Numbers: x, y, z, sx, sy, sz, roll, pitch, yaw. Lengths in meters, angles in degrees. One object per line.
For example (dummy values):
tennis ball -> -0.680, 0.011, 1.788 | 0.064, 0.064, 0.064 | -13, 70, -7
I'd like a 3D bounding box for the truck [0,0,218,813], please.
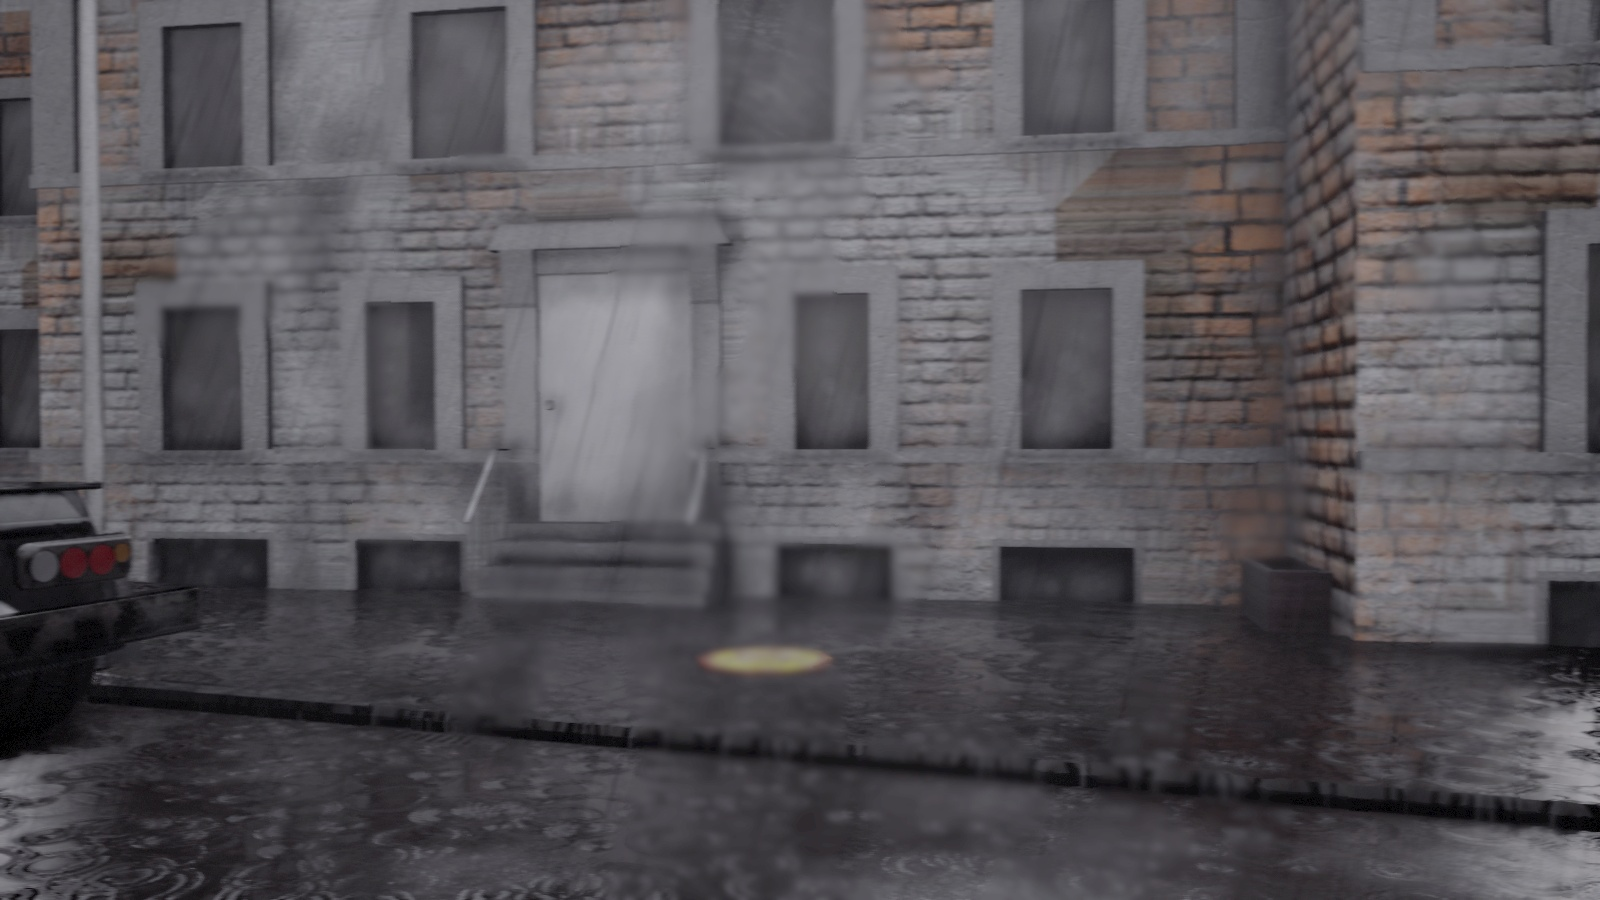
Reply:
truck -> -7.103, -0.280, 6.095 | 7.936, 3.462, 2.891 | 1, 1, 19
